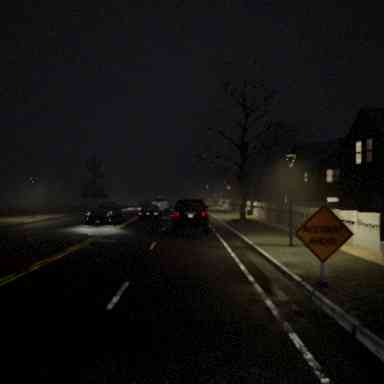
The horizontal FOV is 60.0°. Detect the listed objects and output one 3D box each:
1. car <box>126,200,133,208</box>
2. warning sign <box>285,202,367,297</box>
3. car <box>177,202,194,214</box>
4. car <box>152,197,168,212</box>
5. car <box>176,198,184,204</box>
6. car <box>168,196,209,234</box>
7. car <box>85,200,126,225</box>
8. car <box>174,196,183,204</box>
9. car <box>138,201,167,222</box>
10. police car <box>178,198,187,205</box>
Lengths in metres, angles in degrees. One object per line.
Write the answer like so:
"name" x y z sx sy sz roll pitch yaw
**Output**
"car" -11.659 2.096 58.822 1.812 1.442 4.674 0 -1 -3
"warning sign" 2.848 1.181 7.239 1.300 1.860 1.060 1 1 0
"car" -0.885 1.962 42.789 1.994 1.385 4.181 0 -1 -2
"car" -4.240 1.643 44.683 2.150 2.045 5.566 0 0 -3
"car" -3.135 2.388 87.645 1.812 1.442 4.674 0 -1 -5
"car" -0.132 1.412 20.818 2.150 2.045 5.566 0 0 -1
"car" -6.898 1.594 26.478 2.097 1.767 4.553 0 0 -1
"car" -3.729 2.152 93.687 2.150 2.045 5.566 0 -1 -6
"car" -3.637 1.818 29.416 2.033 1.411 5.357 0 -1 -1
"police car" -2.248 2.182 77.729 1.930 1.638 5.238 0 -1 -5
